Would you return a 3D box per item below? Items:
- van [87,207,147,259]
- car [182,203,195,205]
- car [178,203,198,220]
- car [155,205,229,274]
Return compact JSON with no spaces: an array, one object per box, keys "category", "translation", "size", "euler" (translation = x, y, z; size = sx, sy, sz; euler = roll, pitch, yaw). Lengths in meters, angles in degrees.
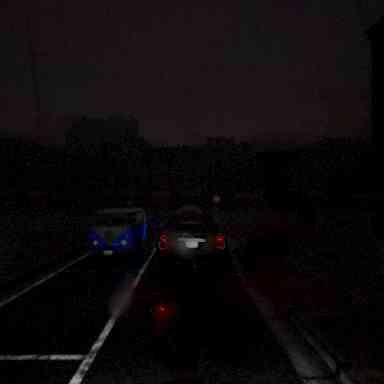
[{"category":"van","translation":[-2.794,1.503,13.077],"size":[1.690,1.788,3.998],"euler":[-1,-1,-1]},{"category":"car","translation":[-0.175,1.767,23.407],"size":[1.882,1.535,5.008],"euler":[0,-1,-1]},{"category":"car","translation":[-0.357,1.902,34.059],"size":[1.882,1.535,5.008],"euler":[0,-1,1]},{"category":"car","translation":[-0.024,1.489,11.195],"size":[2.097,1.767,4.553],"euler":[0,-1,-1]}]
